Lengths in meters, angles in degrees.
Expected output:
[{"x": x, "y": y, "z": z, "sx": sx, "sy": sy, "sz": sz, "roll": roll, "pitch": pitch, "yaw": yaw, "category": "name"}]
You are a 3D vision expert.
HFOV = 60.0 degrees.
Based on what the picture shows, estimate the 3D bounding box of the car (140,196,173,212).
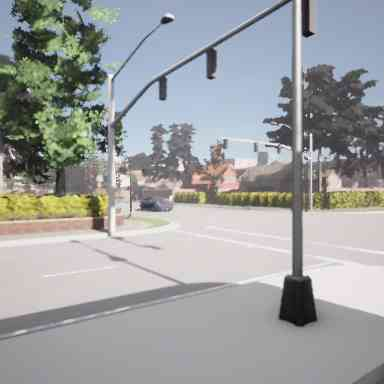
[{"x": -3.946, "y": 1.252, "z": 36.688, "sx": 2.097, "sy": 1.767, "sz": 4.553, "roll": 0, "pitch": 0, "yaw": -36, "category": "car"}]
